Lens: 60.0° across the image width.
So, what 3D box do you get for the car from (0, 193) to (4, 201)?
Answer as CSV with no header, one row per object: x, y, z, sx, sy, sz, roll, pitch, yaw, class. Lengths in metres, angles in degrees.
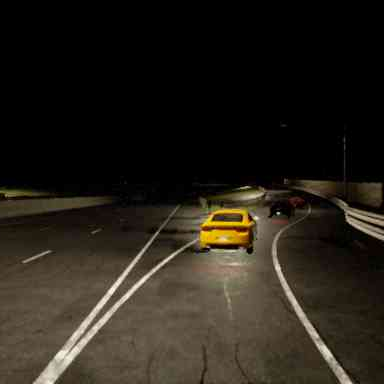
-28.381,1.147,46.924,2.150,2.045,5.566,0,0,0,car

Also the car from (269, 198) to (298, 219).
8.350,1.589,30.737,1.837,1.490,4.892,1,0,23,car

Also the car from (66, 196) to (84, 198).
-21.446,1.488,63.300,2.128,1.511,4.902,0,0,0,car

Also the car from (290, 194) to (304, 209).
14.351,1.488,45.987,1.882,1.535,5.008,1,1,19,car

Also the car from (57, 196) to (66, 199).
-24.951,1.475,64.786,1.837,1.490,4.892,0,0,0,car

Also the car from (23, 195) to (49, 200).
-21.392,1.467,46.875,1.812,1.442,4.674,0,0,0,car

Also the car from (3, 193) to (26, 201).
-24.884,1.289,48.598,2.097,1.767,4.553,0,0,0,car

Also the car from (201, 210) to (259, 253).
1.685,1.466,13.790,1.882,1.535,5.008,-1,0,14,car

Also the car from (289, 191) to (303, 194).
19.307,0.779,61.800,2.150,2.045,5.566,0,2,15,car

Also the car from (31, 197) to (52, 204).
-28.440,1.558,63.100,1.895,1.301,4.718,0,0,0,car
